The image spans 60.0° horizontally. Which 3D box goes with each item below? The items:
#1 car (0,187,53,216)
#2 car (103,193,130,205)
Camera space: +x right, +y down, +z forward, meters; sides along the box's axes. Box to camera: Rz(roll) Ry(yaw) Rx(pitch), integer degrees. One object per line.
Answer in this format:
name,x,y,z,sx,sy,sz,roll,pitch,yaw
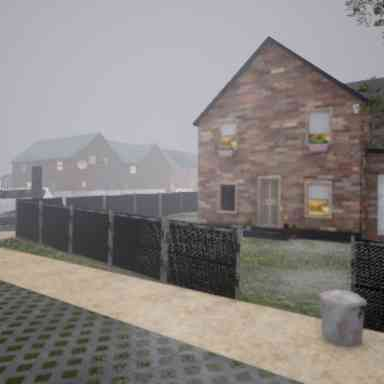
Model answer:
car,-11.785,0.716,21.636,2.150,2.045,5.566,1,2,33
car,-6.237,0.816,29.994,1.994,1.385,4.181,1,2,33
